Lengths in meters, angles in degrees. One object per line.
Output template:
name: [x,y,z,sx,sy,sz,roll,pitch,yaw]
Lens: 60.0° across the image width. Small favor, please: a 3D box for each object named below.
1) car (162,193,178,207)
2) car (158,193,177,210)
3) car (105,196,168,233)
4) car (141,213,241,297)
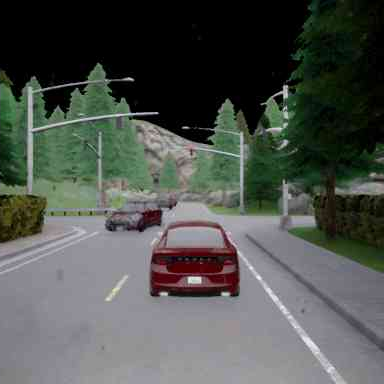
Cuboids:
car: [-3.552,1.219,54.035,2.150,2.045,5.566,0,0,1]
car: [-3.583,1.221,43.479,2.150,2.045,5.566,0,0,0]
car: [-3.319,1.351,19.766,2.097,1.767,4.553,0,0,14]
car: [0.067,1.478,8.622,1.882,1.535,5.008,0,0,0]
